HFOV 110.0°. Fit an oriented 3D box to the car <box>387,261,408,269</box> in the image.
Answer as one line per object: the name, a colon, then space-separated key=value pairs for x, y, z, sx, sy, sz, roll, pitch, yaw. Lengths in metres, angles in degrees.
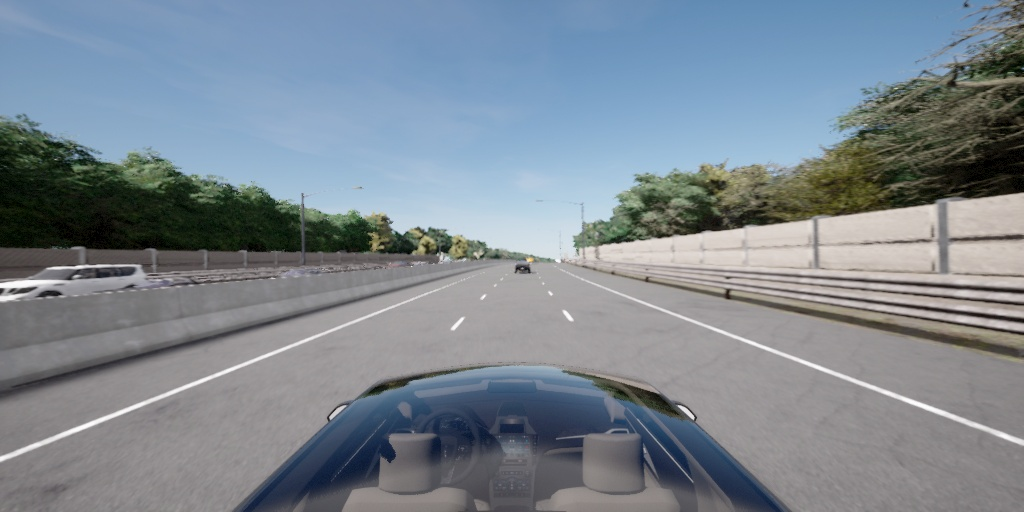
car: x=-18.843 y=1.601 z=59.245 sx=2.097 sy=1.767 sz=4.553 roll=-1 pitch=0 yaw=4

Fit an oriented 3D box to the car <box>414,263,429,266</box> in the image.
car: x=-15.231 y=1.779 z=60.745 sx=1.895 sy=1.301 sz=4.718 roll=-1 pitch=0 yaw=4

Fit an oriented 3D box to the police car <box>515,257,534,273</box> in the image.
police car: x=1.392 y=1.242 z=44.730 sx=1.930 sy=1.638 sz=5.238 roll=-1 pitch=0 yaw=4

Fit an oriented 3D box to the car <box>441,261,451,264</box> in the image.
car: x=-11.519 y=1.653 z=63.763 sx=1.994 sy=1.385 sz=4.181 roll=-1 pitch=0 yaw=4

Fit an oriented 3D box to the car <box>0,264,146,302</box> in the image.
car: x=-20.849 y=1.453 z=17.187 sx=2.150 sy=2.045 sz=5.566 roll=-1 pitch=0 yaw=2

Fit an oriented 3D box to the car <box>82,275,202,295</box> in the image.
car: x=-17.326 y=1.763 z=17.707 sx=1.895 sy=1.301 sz=4.718 roll=-1 pitch=0 yaw=2

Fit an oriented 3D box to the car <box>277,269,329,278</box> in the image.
car: x=-13.640 y=1.597 z=23.212 sx=2.128 sy=1.511 sz=4.902 roll=-1 pitch=0 yaw=2
